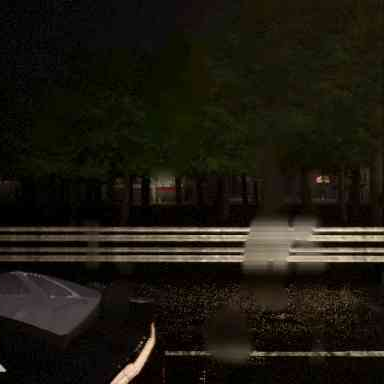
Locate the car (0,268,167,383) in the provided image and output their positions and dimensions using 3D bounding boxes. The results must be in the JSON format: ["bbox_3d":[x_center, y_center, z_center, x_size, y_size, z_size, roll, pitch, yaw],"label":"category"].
[{"bbox_3d":[-2.678,1.491,2.897,4.902,1.511,2.128,0,0,0],"label":"car"}]
